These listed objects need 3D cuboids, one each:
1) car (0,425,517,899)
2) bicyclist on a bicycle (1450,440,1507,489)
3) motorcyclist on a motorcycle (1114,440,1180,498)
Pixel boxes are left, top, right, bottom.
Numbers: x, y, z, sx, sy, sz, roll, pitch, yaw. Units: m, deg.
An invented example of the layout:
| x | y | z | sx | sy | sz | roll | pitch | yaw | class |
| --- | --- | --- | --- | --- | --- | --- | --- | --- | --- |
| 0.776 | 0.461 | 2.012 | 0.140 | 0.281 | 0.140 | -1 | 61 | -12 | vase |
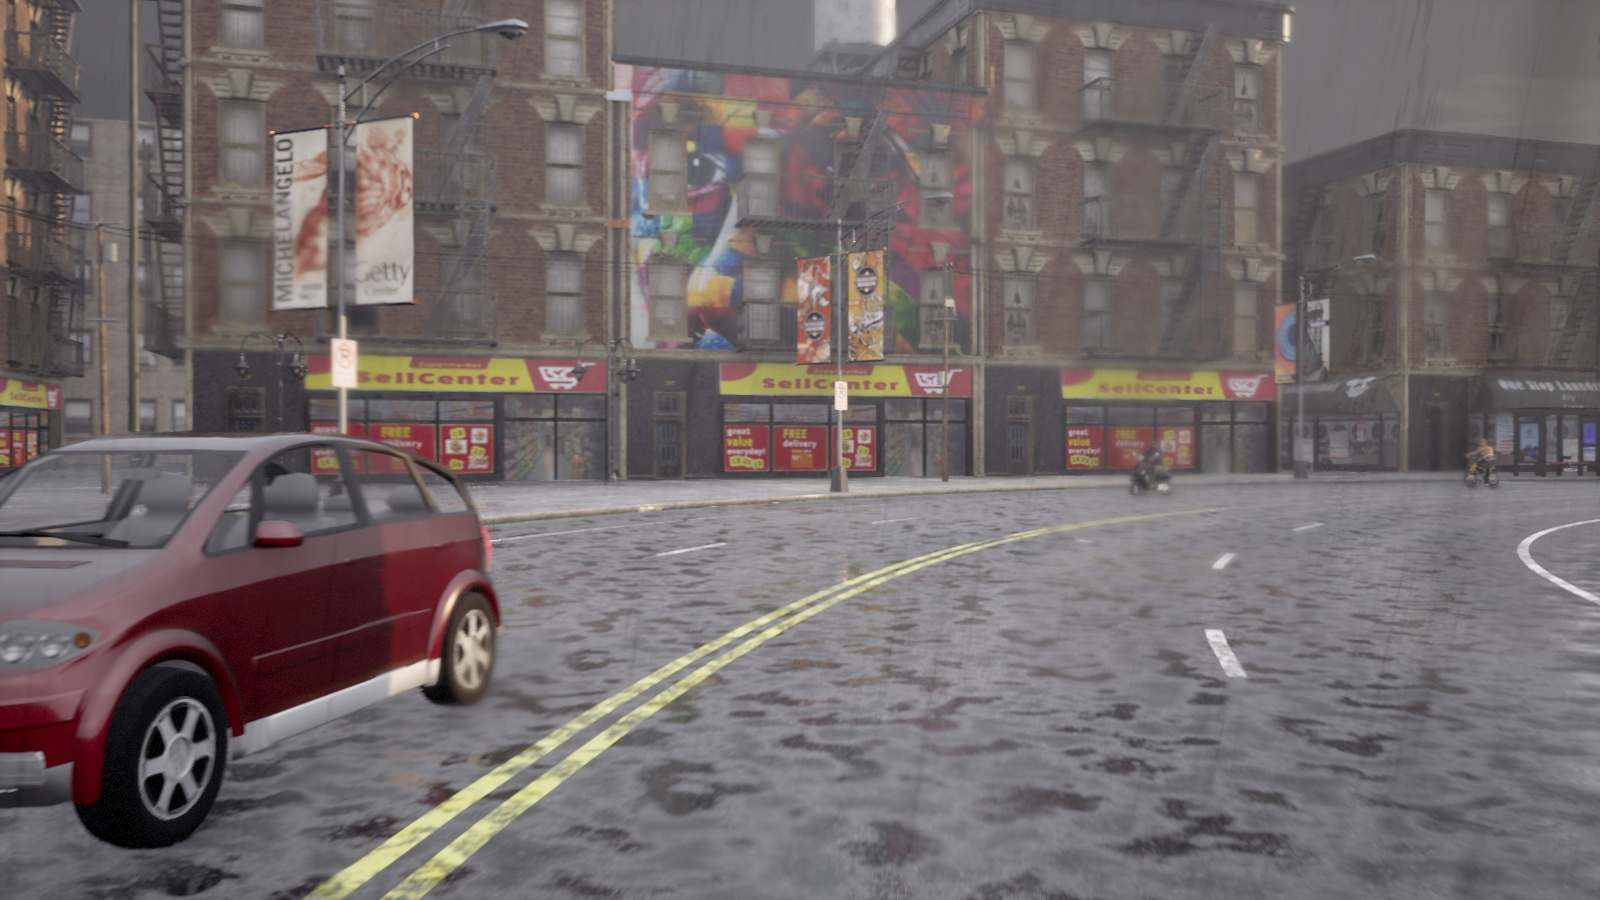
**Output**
| x | y | z | sx | sy | sz | roll | pitch | yaw | class |
| --- | --- | --- | --- | --- | --- | --- | --- | --- | --- |
| -2.900 | 0.687 | 5.855 | 1.789 | 1.549 | 3.705 | 0 | 0 | 10 | car |
| 22.890 | 0.480 | 42.378 | 1.509 | 1.612 | 0.866 | 0 | 1 | -18 | bicyclist on a bicycle |
| 9.787 | 0.516 | 35.385 | 1.817 | 1.590 | 0.866 | 0 | 1 | -38 | motorcyclist on a motorcycle |
